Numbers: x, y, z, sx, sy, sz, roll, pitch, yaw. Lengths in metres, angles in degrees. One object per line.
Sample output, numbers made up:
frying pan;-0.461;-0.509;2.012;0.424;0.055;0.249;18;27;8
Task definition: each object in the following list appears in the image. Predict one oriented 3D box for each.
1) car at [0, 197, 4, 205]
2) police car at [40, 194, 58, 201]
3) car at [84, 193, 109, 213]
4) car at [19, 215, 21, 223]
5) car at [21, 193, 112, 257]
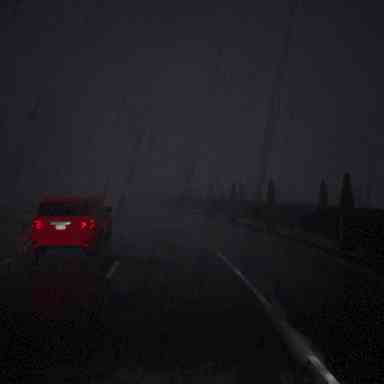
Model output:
car;-31.120;1.470;52.804;2.033;1.411;5.357;0;0;-34
police car;-34.029;1.293;78.910;5.238;1.638;1.930;0;0;43
car;-10.676;1.149;36.819;2.150;2.045;5.566;0;0;-22
car;-9.648;1.565;21.739;1.895;1.301;4.718;0;0;-13
car;-4.506;1.198;13.153;2.150;2.045;5.566;0;0;-8
